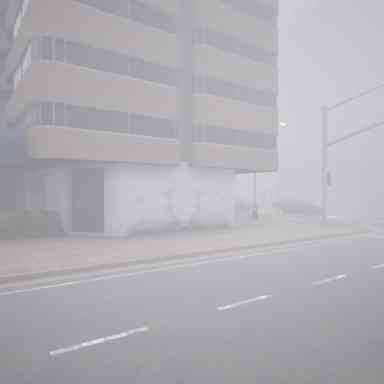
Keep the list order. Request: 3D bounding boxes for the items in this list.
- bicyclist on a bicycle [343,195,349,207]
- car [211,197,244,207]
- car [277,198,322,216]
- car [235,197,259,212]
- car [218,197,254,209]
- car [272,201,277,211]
[{"bbox_3d":[22.058,1.301,47.707,1.656,1.620,0.582,0,0,-36],"label":"bicyclist on a bicycle"},{"bbox_3d":[5.453,1.547,52.211,2.033,1.411,5.357,0,0,-36],"label":"car"},{"bbox_3d":[10.847,1.564,32.549,1.994,1.385,4.181,0,0,-36],"label":"car"},{"bbox_3d":[5.921,1.564,39.341,1.994,1.385,4.181,0,0,-35],"label":"car"},{"bbox_3d":[5.911,1.491,45.307,2.128,1.511,4.902,0,0,-36],"label":"car"},{"bbox_3d":[11.441,1.478,37.687,1.882,1.535,5.008,0,0,-36],"label":"car"}]
